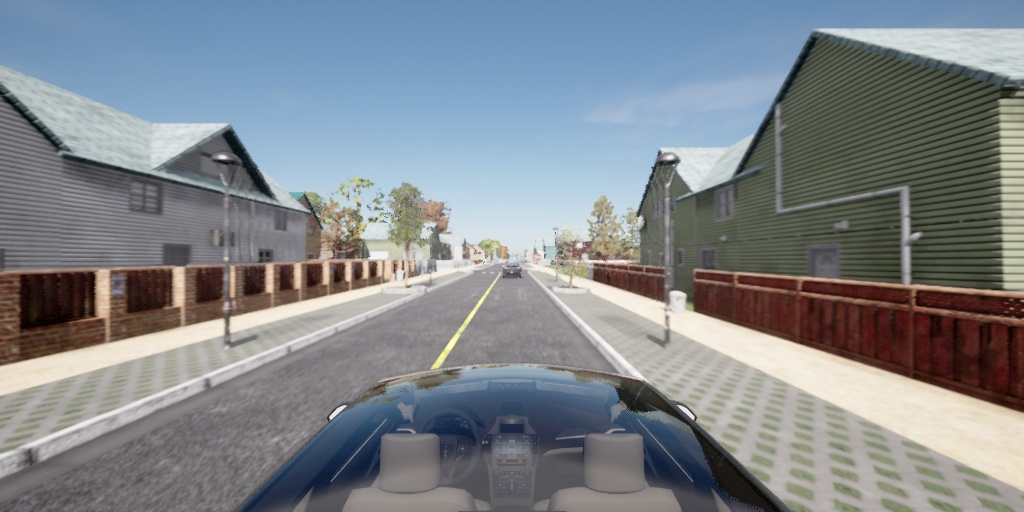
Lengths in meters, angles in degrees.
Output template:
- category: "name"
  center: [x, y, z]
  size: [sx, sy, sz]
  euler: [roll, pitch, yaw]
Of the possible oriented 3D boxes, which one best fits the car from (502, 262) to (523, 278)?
- category: "car"
  center: [0.025, 1.316, 34.980]
  size: [2.128, 1.511, 4.902]
  euler: [0, -1, 0]
